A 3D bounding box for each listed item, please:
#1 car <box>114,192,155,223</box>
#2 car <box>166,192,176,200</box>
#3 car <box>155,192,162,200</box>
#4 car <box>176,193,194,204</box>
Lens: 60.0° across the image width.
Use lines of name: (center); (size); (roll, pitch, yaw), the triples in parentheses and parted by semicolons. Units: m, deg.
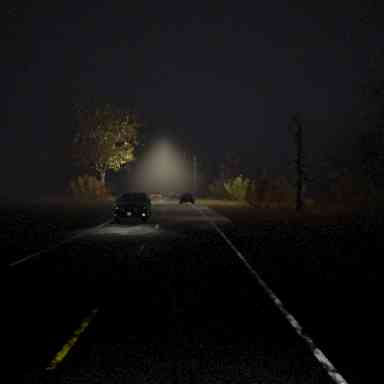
car: (-4.119, 1.009, 23.975); (2.150, 2.045, 5.566); (0, 1, -2)
car: (-3.805, 0.860, 68.552); (1.895, 1.301, 4.718); (0, 1, -6)
car: (-7.009, 0.701, 65.066); (2.097, 1.767, 4.553); (0, 1, -5)
car: (-0.834, 0.869, 49.972); (2.097, 1.767, 4.553); (0, 1, -5)
